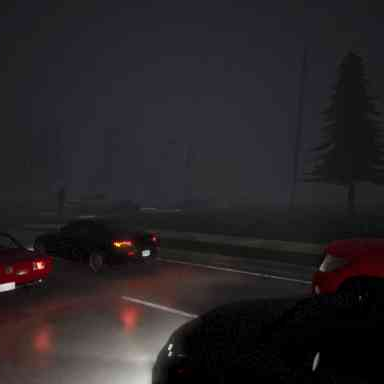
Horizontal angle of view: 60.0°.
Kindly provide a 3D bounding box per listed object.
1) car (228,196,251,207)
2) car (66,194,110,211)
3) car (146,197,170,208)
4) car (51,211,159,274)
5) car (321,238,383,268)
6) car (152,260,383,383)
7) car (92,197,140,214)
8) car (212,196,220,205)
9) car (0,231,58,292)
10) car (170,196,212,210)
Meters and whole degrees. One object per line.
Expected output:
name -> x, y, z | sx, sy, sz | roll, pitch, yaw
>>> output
car -> 7.630, 1.475, 53.064 | 1.882, 1.535, 5.008 | 0, 0, 37
car -> -11.815, 1.217, 38.645 | 2.150, 2.045, 5.566 | 0, 0, 36
car -> -4.567, 1.522, 48.385 | 1.812, 1.442, 4.674 | 0, 0, 37
car -> -3.125, 1.525, 10.551 | 4.674, 1.442, 1.812 | 0, 0, 36
car -> 4.746, 1.222, 4.880 | 5.566, 2.045, 2.150 | 0, 0, 36
car -> 1.654, 1.564, 2.801 | 4.181, 1.385, 1.994 | 0, 0, 36
car -> -7.173, 1.523, 33.138 | 1.812, 1.442, 4.674 | 0, 0, 37
car -> 2.993, 1.474, 58.551 | 1.882, 1.535, 5.008 | 0, 0, 37
car -> -5.460, 1.600, 7.922 | 4.718, 1.301, 1.895 | 0, 0, 36
car -> -0.063, 1.545, 42.729 | 2.033, 1.411, 5.357 | 0, 0, 37
